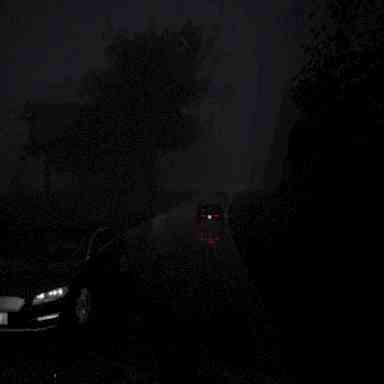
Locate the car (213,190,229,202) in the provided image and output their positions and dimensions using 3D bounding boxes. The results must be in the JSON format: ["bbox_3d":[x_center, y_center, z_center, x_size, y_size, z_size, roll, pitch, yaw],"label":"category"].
[{"bbox_3d":[3.617,0.452,41.774,2.128,1.511,4.902,0,3,8],"label":"car"}]

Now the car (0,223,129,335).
[{"bbox_3d":[-2.661,1.487,7.100,2.128,1.511,4.902,1,0,2],"label":"car"}]

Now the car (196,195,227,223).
[{"bbox_3d":[1.334,1.249,23.313,1.837,1.490,4.892,0,2,5],"label":"car"}]
